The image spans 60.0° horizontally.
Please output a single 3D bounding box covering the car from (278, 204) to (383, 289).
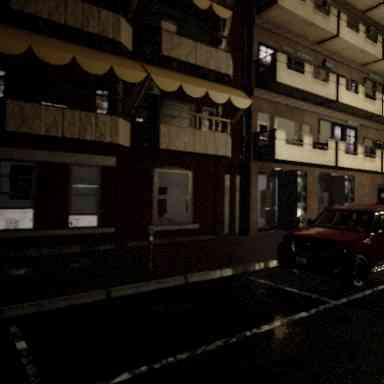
[{"bbox_3d":[4.650,1.309,9.386,5.009,1.841,2.192,0,1,-35],"label":"car"}]
